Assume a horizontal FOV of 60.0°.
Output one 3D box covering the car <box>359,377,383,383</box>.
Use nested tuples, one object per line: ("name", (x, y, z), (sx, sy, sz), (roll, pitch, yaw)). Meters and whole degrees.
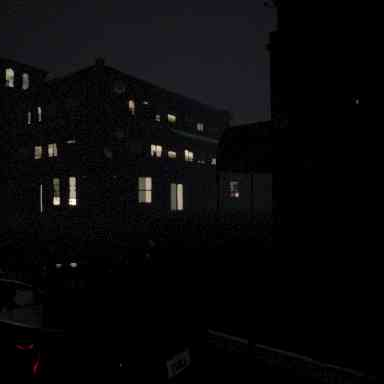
("car", (2.706, 1.544, 0.960), (4.507, 1.381, 1.887), (0, -1, 35))

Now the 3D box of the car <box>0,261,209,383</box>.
("car", (-1.811, 1.567, 4.178), (4.313, 1.339, 1.947), (0, -1, 35))
